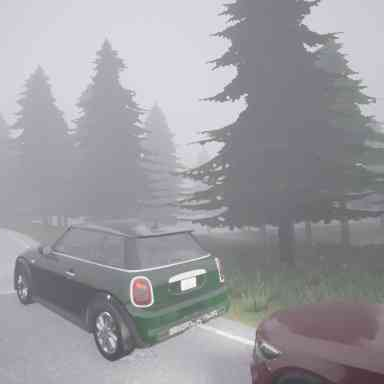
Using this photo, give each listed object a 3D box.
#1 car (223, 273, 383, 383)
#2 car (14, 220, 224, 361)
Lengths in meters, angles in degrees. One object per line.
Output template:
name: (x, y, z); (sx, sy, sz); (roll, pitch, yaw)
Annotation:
car: (2.749, 1.531, 2.595); (4.674, 1.442, 1.812); (1, 0, 36)
car: (-1.576, 1.308, 6.221); (4.553, 1.767, 2.097); (1, 1, 44)
